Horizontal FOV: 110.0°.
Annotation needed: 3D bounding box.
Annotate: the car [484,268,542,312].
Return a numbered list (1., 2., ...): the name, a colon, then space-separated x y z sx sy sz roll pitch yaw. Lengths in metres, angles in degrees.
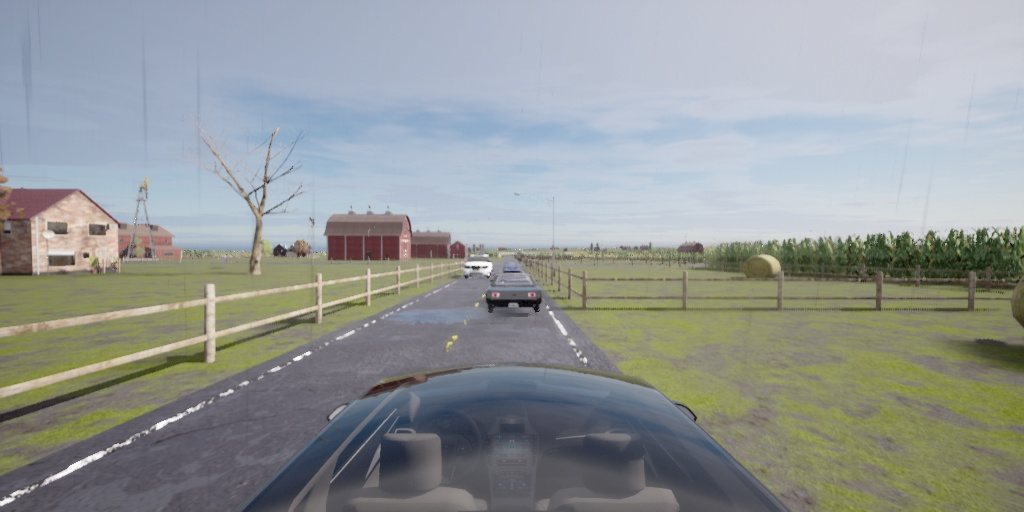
1. car: 0.063 1.318 14.022 1.895 1.301 4.718 0 0 0

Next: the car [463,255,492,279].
1. car: -2.923 0.897 31.824 2.150 2.045 5.566 0 0 0

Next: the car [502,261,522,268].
1. car: 0.027 1.214 35.811 2.033 1.411 5.357 0 0 0
